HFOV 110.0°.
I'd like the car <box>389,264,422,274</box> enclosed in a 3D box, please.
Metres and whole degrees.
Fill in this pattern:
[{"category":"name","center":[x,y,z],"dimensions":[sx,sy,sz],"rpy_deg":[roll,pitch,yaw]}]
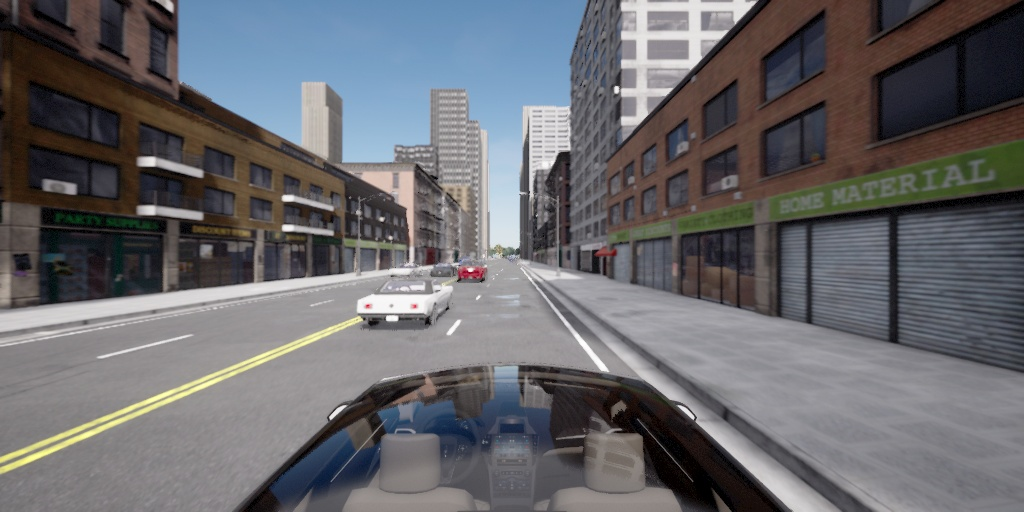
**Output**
[{"category":"car","center":[-9.847,1.393,33.407],"dimensions":[1.895,1.301,4.718],"rpy_deg":[0,0,0]}]

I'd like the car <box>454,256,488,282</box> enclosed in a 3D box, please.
[{"category":"car","center":[-3.155,1.136,29.514],"dimensions":[2.097,1.767,4.553],"rpy_deg":[0,0,0]}]

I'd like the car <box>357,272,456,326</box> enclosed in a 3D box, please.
[{"category":"car","center":[-3.157,1.361,11.690],"dimensions":[1.895,1.301,4.718],"rpy_deg":[0,0,0]}]

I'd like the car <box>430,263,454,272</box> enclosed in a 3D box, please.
[{"category":"car","center":[-6.594,1.359,34.649],"dimensions":[1.994,1.385,4.181],"rpy_deg":[0,0,0]}]
